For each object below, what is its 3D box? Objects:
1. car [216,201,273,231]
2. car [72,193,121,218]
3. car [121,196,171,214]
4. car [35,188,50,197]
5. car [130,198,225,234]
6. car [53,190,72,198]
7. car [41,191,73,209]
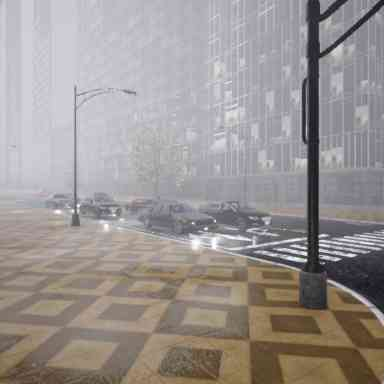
[{"bbox_3d":[2.309,1.254,18.772,2.128,1.511,4.902,0,1,-38],"label":"car"},{"bbox_3d":[-7.049,1.056,25.428,2.128,1.511,4.902,0,1,-38],"label":"car"},{"bbox_3d":[-3.416,1.193,26.063,1.895,1.301,4.718,0,1,-38],"label":"car"},{"bbox_3d":[-28.478,0.110,63.731,2.097,1.767,4.553,0,1,-38],"label":"car"},{"bbox_3d":[-0.974,1.292,17.688,2.033,1.411,5.357,0,1,-38],"label":"car"},{"bbox_3d":[-25.378,0.316,65.041,2.033,1.411,5.357,0,1,-38],"label":"car"},{"bbox_3d":[-13.382,0.902,33.531,1.812,1.442,4.674,0,1,-38],"label":"car"}]
